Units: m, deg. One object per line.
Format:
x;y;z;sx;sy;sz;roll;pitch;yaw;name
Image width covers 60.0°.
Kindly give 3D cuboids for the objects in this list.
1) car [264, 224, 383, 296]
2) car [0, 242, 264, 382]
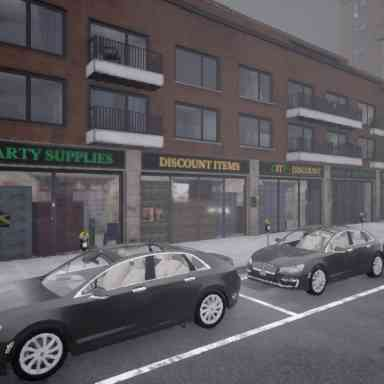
3.331;1.551;8.559;4.403;1.369;2.008;0;0;-35;car
-1.164;1.551;5.357;4.403;1.369;2.008;0;0;-35;car
